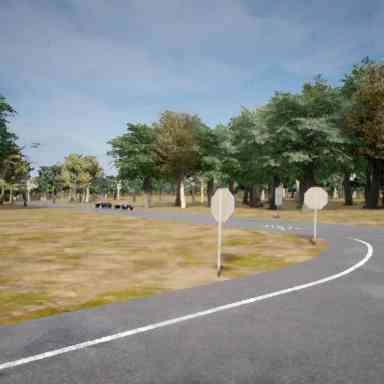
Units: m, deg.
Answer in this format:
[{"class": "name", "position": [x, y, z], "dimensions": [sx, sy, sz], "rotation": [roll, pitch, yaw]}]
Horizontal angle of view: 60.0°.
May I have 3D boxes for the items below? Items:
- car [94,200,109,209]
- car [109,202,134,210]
[{"class": "car", "position": [-16.082, 2.277, 60.027], "dimensions": [1.882, 1.535, 5.008], "rotation": [2, -2, -35]}, {"class": "car", "position": [-10.876, 2.250, 52.526], "dimensions": [1.895, 1.301, 4.718], "rotation": [2, -2, -34]}]
